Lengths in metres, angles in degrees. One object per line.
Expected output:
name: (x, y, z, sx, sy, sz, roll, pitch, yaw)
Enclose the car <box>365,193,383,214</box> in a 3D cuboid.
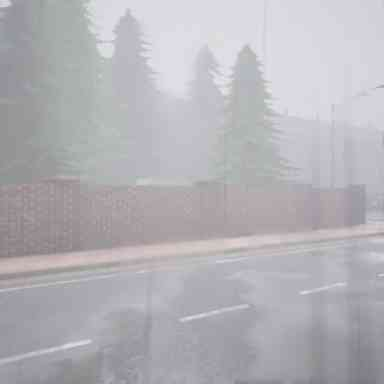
car: (16.587, 1.124, 33.902, 2.150, 2.045, 5.566, 0, 0, -31)
